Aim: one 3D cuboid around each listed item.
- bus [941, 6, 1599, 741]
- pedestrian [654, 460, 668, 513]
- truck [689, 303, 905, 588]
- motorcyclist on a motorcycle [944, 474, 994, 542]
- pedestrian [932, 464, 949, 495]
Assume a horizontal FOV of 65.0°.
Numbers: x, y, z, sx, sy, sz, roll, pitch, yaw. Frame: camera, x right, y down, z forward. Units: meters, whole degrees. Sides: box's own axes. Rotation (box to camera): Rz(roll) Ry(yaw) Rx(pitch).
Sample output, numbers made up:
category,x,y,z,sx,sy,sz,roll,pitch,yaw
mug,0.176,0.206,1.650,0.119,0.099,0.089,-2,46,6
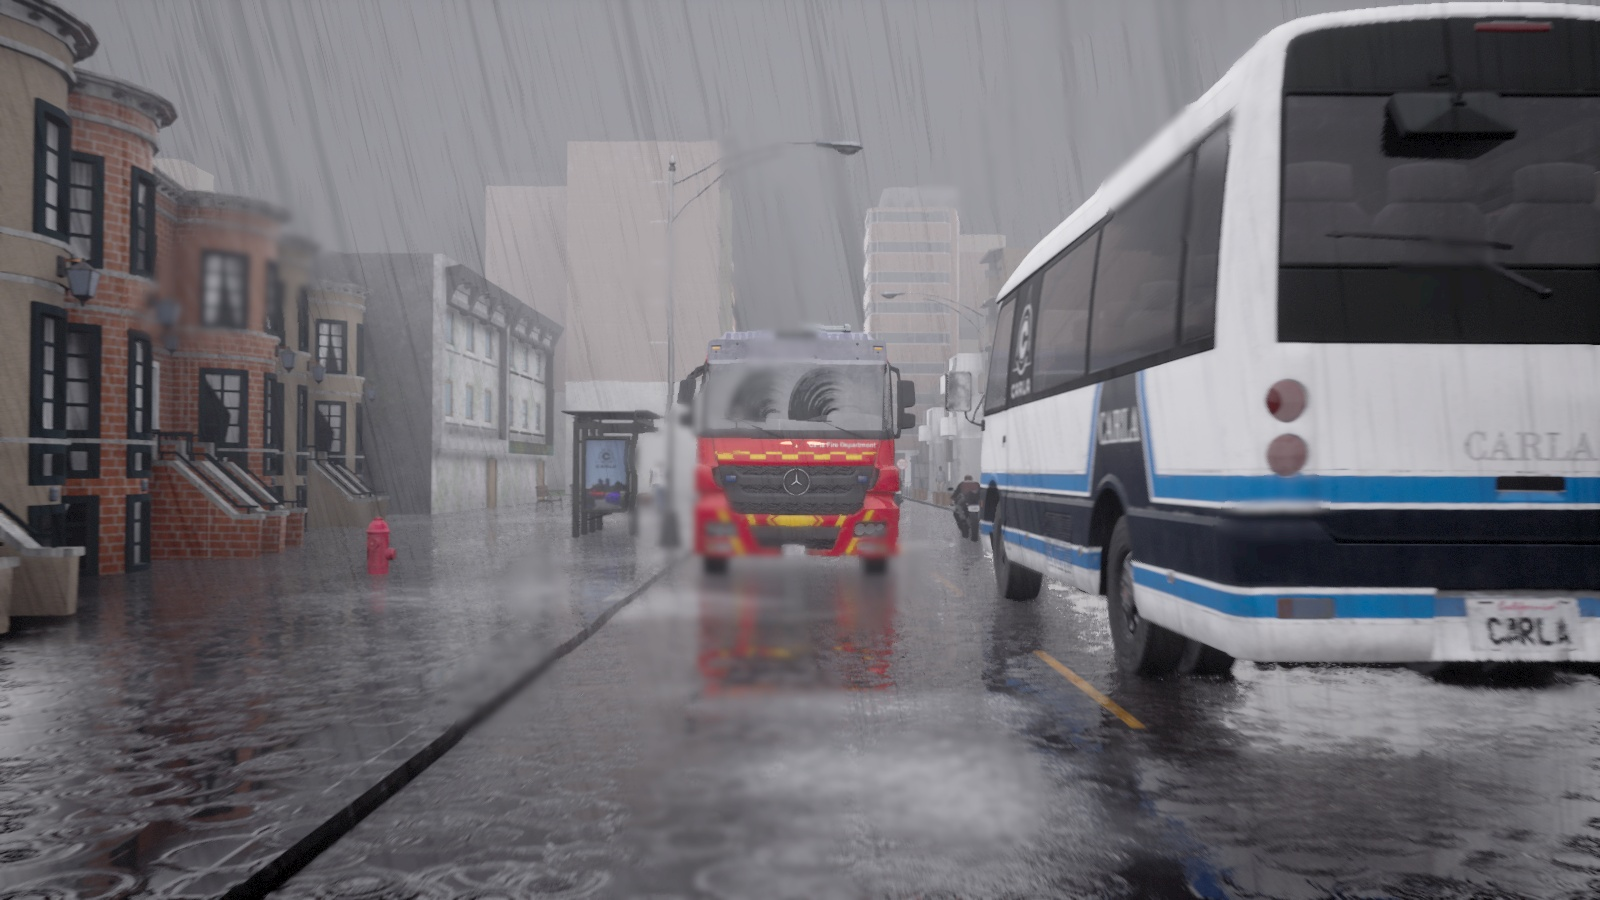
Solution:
category,x,y,z,sx,sy,sz,roll,pitch,yaw
bus,3.966,-0.370,12.415,3.944,4.253,10.273,0,-1,0
pedestrian,-4.847,1.278,43.836,0.354,1.836,0.706,0,-1,4
truck,-0.054,0.004,21.148,2.891,3.827,8.468,0,-1,0
motorcyclist on a motorcycle,3.932,1.325,29.358,0.866,1.530,2.191,0,-1,0
pedestrian,8.365,1.743,74.805,0.874,1.855,0.900,0,-1,0
